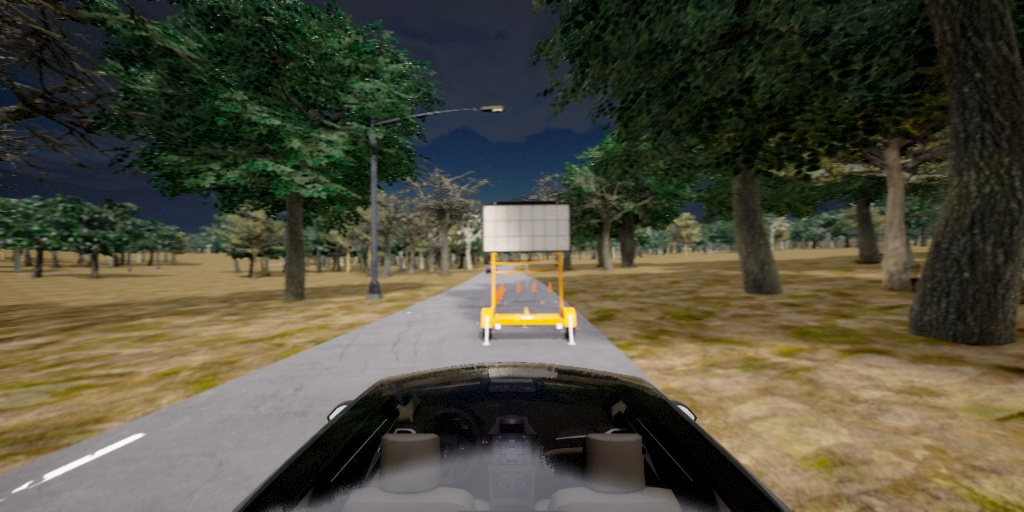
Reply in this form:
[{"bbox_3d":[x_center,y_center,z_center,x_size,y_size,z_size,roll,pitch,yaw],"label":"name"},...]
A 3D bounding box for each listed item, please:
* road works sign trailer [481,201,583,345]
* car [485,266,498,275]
[{"bbox_3d":[0.426,0.312,9.809,2.380,3.560,2.880,0,0,1],"label":"road works sign trailer"},{"bbox_3d":[-3.083,2.159,54.676,1.895,1.301,4.718,-1,-1,-2],"label":"car"}]
